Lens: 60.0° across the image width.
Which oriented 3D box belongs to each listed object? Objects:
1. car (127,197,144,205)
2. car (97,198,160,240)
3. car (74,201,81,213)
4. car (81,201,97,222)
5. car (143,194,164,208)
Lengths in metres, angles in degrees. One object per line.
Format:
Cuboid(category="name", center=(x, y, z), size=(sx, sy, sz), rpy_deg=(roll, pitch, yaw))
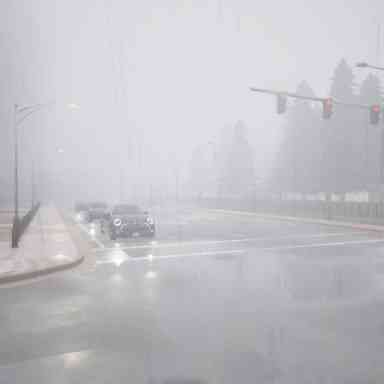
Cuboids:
Cuboid(category="car", center=(-10.217, 1.657, 59.734), size=(1.895, 1.301, 4.718), rpy_deg=(0, 0, -23))
Cuboid(category="car", center=(-3.497, 1.407, 17.556), size=(2.097, 1.767, 4.553), rpy_deg=(0, 0, -23))
Cuboid(category="car", center=(-12.334, 1.663, 37.975), size=(1.895, 1.301, 4.718), rpy_deg=(0, 0, -23))
Cuboid(category="car", center=(-7.594, 1.563, 27.016), size=(1.837, 1.490, 4.892), rpy_deg=(0, 0, -24))
Cuboid(category="car", center=(-5.950, 1.274, 49.995), size=(2.150, 2.045, 5.566), rpy_deg=(0, 0, -23))
